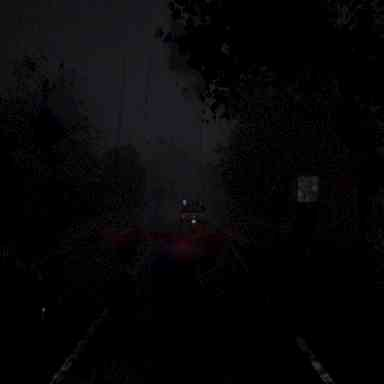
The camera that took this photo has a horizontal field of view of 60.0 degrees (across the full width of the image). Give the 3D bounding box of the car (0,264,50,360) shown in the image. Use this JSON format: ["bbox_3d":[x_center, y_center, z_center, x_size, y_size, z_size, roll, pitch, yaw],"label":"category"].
[{"bbox_3d":[-3.350,1.564,3.833,1.994,1.385,4.181,0,0,0],"label":"car"}]

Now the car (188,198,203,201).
[{"bbox_3d":[0.464,1.382,41.127,1.895,1.301,4.718,0,0,3],"label":"car"}]

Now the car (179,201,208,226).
[{"bbox_3d":[0.114,1.576,23.423,1.895,1.301,4.718,0,1,0],"label":"car"}]
